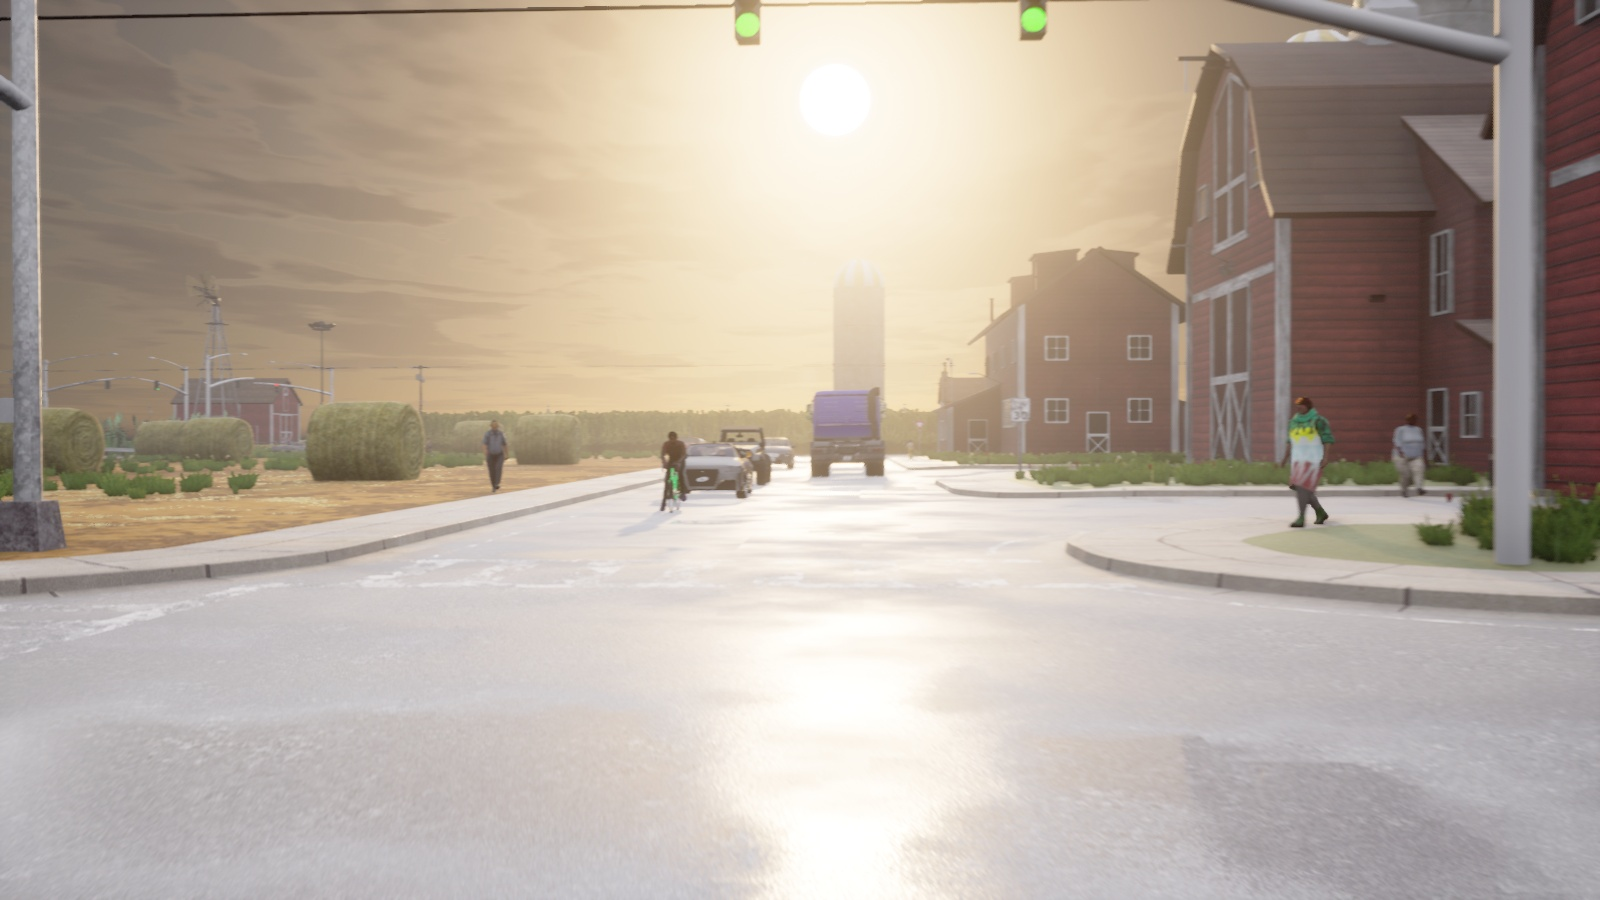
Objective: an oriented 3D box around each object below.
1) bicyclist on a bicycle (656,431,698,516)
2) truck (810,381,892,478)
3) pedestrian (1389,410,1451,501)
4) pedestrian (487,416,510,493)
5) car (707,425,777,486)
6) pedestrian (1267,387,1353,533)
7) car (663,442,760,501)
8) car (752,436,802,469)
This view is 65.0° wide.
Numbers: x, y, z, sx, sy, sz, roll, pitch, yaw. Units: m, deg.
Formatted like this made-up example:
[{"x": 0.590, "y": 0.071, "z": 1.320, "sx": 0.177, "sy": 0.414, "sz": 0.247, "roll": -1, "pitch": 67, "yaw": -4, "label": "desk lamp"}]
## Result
[{"x": -2.439, "y": 0.442, "z": 25.072, "sx": 0.582, "sy": 1.620, "sz": 1.656, "roll": -1, "pitch": 1, "yaw": 2, "label": "bicyclist on a bicycle"}, {"x": 1.999, "y": -0.784, "z": 49.205, "sx": 2.891, "sy": 3.462, "sz": 7.936, "roll": -1, "pitch": 1, "yaw": 2, "label": "truck"}, {"x": 12.930, "y": 0.109, "z": 26.225, "sx": 0.874, "sy": 1.855, "sz": 0.900, "roll": 0, "pitch": 1, "yaw": 3, "label": "pedestrian"}, {"x": -7.345, "y": 0.109, "z": 30.584, "sx": 0.540, "sy": 1.848, "sz": 0.694, "roll": 0, "pitch": 1, "yaw": -14, "label": "pedestrian"}, {"x": -1.833, "y": 0.140, "z": 40.551, "sx": 1.905, "sy": 1.878, "sz": 3.866, "roll": 0, "pitch": 1, "yaw": 3, "label": "car"}, {"x": 6.998, "y": 0.130, "z": 17.234, "sx": 0.873, "sy": 1.952, "sz": 0.659, "roll": 0, "pitch": 1, "yaw": -22, "label": "pedestrian"}, {"x": -2.173, "y": 0.495, "z": 31.873, "sx": 1.994, "sy": 1.385, "sz": 4.181, "roll": 0, "pitch": 1, "yaw": 2, "label": "car"}, {"x": -1.071, "y": 0.110, "z": 60.214, "sx": 2.128, "sy": 1.511, "sz": 4.902, "roll": 0, "pitch": 1, "yaw": 2, "label": "car"}]
